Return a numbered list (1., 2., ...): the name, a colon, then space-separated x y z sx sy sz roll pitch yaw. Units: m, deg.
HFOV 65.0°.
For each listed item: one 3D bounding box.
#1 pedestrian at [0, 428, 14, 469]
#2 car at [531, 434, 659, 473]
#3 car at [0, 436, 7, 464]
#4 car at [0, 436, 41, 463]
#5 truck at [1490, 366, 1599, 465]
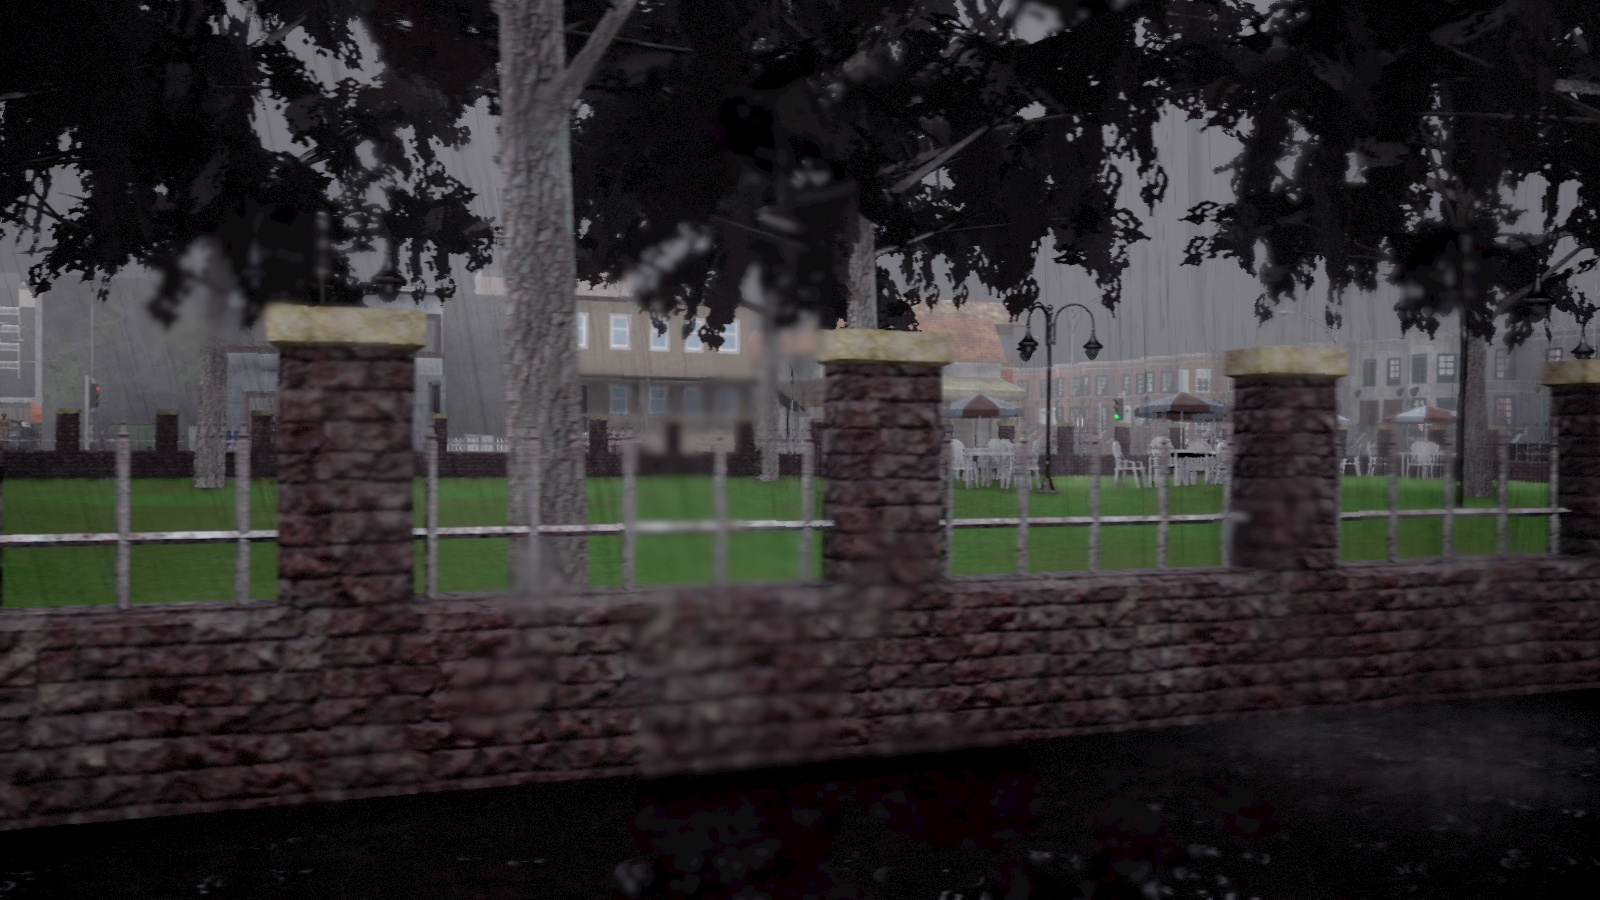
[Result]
1. pedestrian: -37.677 -0.054 59.555 0.396 1.930 0.692 -1 1 -11
2. car: -8.026 0.111 49.144 4.674 1.442 1.812 -1 1 -21
3. car: -47.842 0.021 73.286 1.851 1.617 3.988 -1 1 -21
4. car: -50.939 -0.047 81.484 2.033 1.649 4.856 -1 1 -20
5. truck: 28.971 -1.222 44.530 2.891 3.462 7.936 -1 1 -20
